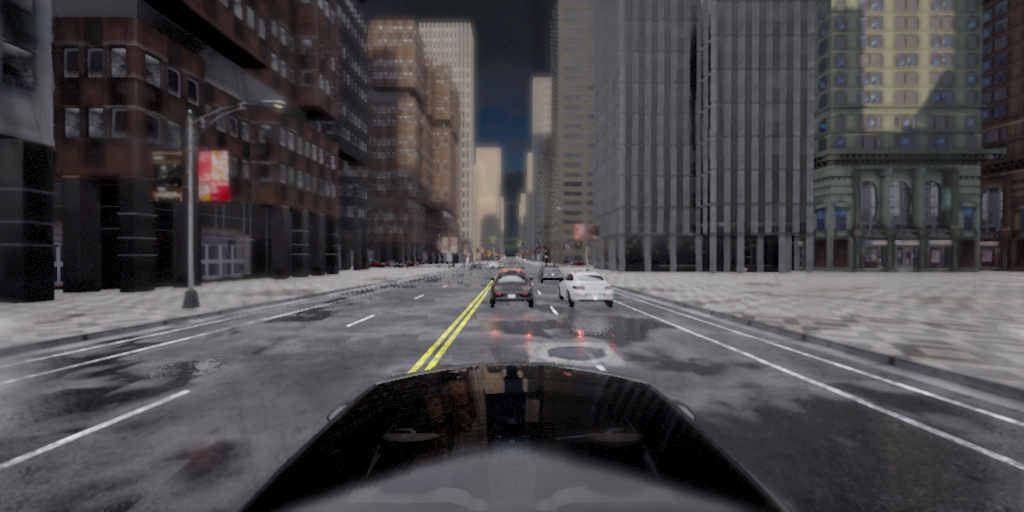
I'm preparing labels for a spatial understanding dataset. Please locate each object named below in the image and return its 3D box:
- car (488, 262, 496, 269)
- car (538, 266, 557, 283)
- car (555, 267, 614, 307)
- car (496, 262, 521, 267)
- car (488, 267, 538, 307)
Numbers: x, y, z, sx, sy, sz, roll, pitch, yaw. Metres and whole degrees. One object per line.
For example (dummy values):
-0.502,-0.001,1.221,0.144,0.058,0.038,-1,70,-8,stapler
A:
-3.322,1.776,65.194,1.812,1.442,4.674,0,0,0,car
3.235,1.547,30.832,2.033,1.411,5.357,0,0,0,car
3.248,1.404,16.236,1.812,1.442,4.674,0,0,0,car
-0.013,1.351,30.921,2.097,1.767,4.553,0,-1,0,car
-0.002,1.404,16.242,1.812,1.442,4.674,0,0,0,car
